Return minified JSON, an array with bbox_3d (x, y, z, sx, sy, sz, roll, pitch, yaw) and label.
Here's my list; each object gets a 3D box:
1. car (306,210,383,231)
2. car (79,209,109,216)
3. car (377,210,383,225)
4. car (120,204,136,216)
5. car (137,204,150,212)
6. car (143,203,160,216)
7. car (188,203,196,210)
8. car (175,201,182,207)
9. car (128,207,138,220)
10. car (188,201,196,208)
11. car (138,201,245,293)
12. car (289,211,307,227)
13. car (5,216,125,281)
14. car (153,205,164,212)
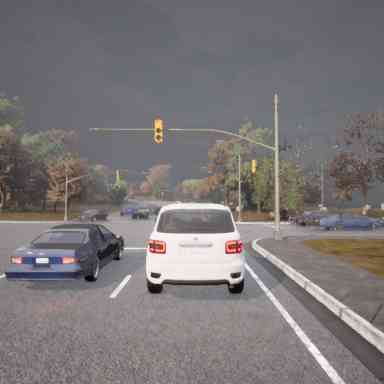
[{"bbox_3d":[11.914,2.219,25.283,5.357,1.411,2.033,0,-3,-4],"label":"car"},{"bbox_3d":[-11.500,2.802,39.236,1.837,1.490,4.892,0,-3,13],"label":"car"},{"bbox_3d":[21.420,2.513,33.066,4.902,1.511,2.128,0,-3,-3],"label":"car"},{"bbox_3d":[-10.588,3.032,55.960,2.150,2.045,5.566,0,-1,0],"label":"car"},{"bbox_3d":[-10.495,3.419,71.734,2.033,1.411,5.357,0,0,0],"label":"car"},{"bbox_3d":[-7.075,3.071,58.768,2.150,2.045,5.566,0,-1,0],"label":"car"},{"bbox_3d":[0.005,3.350,77.697,1.837,1.490,4.892,0,0,0],"label":"car"},{"bbox_3d":[-3.588,3.113,87.496,1.882,1.535,5.008,0,0,-3],"label":"car"},{"bbox_3d":[-7.083,3.154,45.850,1.895,1.301,4.718,0,-2,-1],"label":"car"},{"bbox_3d":[-0.111,3.307,87.849,1.837,1.490,4.892,0,0,-3],"label":"car"},{"bbox_3d":[0.084,1.322,9.232,2.150,2.045,5.566,0,-1,0],"label":"car"},{"bbox_3d":[11.719,2.394,29.188,5.357,1.411,2.033,0,-3,-1],"label":"car"},{"bbox_3d":[-3.417,1.666,10.086,2.033,1.411,5.357,0,-1,0],"label":"car"},{"bbox_3d":[-6.995,3.480,70.413,1.895,1.301,4.718,0,0,0],"label":"car"}]
